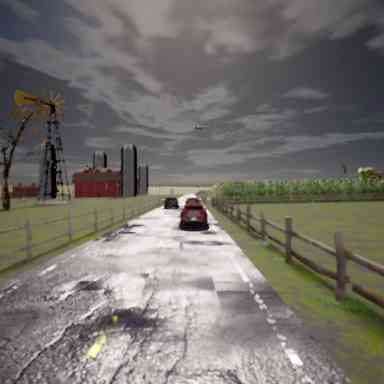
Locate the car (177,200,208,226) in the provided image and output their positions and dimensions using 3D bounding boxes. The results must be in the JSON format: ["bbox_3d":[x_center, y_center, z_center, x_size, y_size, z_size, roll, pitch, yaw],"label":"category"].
[{"bbox_3d":[0.119,1.481,22.784,1.812,1.442,4.674,0,0,0],"label":"car"}]

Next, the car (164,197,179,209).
[{"bbox_3d":[-2.738,1.399,44.718,1.882,1.535,5.008,0,0,0],"label":"car"}]

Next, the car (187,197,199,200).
[{"bbox_3d":[0.120,1.404,40.785,1.882,1.535,5.008,0,0,0],"label":"car"}]
